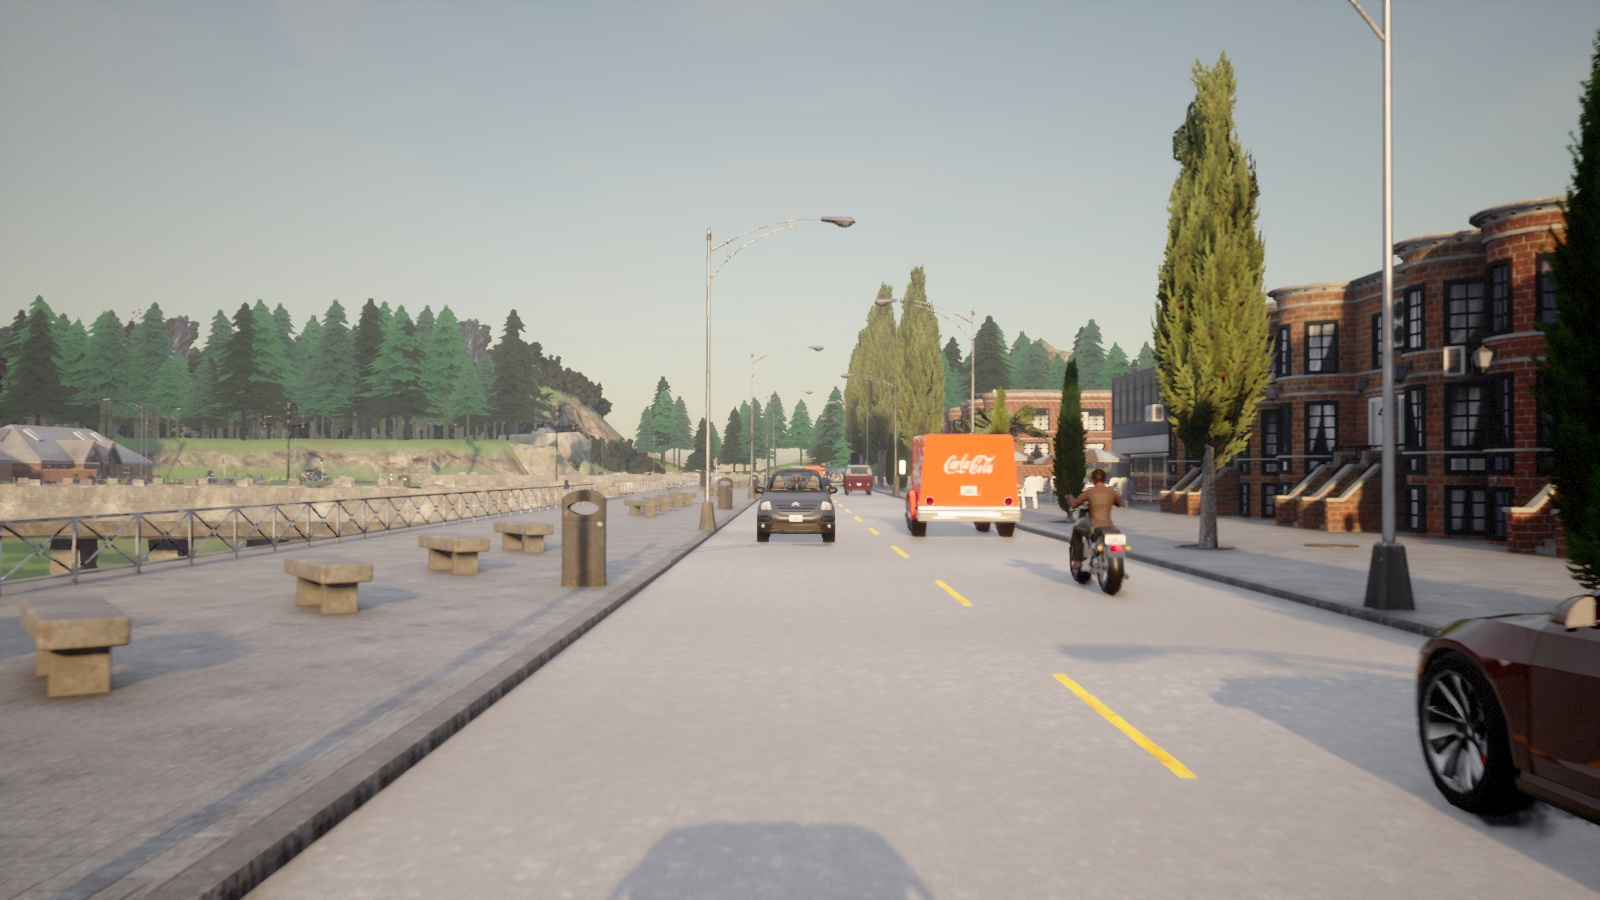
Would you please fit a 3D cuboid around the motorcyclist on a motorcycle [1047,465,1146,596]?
[{"bbox_3d":[3.955,1.033,16.963,0.766,1.649,2.350,0,-1,0],"label":"motorcyclist on a motorcycle"}]

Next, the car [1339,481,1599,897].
[{"bbox_3d":[3.987,0.871,4.343,2.163,1.488,4.792,0,-1,0],"label":"car"}]

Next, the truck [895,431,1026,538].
[{"bbox_3d":[3.915,0.844,31.745,2.627,2.467,5.204,0,-1,0],"label":"truck"}]

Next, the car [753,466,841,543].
[{"bbox_3d":[-0.074,1.191,28.554,1.851,1.617,3.988,0,-1,0],"label":"car"}]

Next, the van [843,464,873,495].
[{"bbox_3d":[3.784,1.937,82.719,1.775,1.987,4.442,0,-1,0],"label":"van"}]
